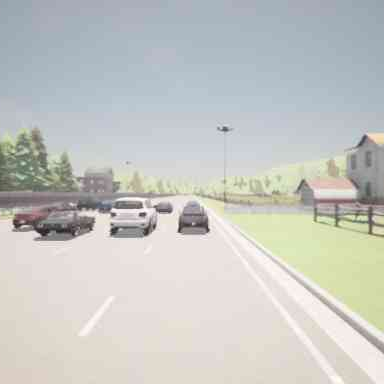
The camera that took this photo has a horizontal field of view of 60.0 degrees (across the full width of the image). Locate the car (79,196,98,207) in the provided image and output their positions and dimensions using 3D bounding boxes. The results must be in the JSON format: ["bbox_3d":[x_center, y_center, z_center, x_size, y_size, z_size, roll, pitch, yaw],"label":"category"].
[{"bbox_3d":[-13.996,1.534,45.905,2.150,2.045,5.566,0,0,0],"label":"car"}]

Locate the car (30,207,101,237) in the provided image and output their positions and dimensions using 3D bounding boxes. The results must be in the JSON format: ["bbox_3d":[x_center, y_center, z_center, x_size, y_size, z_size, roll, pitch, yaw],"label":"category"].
[{"bbox_3d":[-6.898,1.729,18.735,1.895,1.301,4.718,0,0,0],"label":"car"}]

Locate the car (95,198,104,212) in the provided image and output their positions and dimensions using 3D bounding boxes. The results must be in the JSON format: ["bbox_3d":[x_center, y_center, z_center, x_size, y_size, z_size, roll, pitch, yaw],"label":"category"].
[{"bbox_3d":[-10.398,1.765,42.426,1.882,1.535,5.008,0,0,0],"label":"car"}]

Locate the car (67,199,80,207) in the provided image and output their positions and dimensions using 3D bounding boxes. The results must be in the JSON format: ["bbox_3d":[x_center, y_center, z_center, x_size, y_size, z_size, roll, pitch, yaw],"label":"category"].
[{"bbox_3d":[-13.998,1.768,35.674,1.812,1.442,4.674,0,0,0],"label":"car"}]

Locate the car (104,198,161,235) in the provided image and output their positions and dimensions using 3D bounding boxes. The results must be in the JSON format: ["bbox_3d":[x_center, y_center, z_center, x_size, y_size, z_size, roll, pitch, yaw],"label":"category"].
[{"bbox_3d":[-3.399,1.360,20.087,2.150,2.045,5.566,0,0,0],"label":"car"}]

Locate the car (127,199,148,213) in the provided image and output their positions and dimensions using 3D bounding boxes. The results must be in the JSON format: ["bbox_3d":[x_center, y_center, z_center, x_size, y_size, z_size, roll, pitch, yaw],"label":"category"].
[{"bbox_3d":[-6.898,1.765,42.425,1.882,1.535,5.008,0,0,0],"label":"car"}]

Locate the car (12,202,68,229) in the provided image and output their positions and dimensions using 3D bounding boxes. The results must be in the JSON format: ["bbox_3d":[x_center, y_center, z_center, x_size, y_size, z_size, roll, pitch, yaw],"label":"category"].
[{"bbox_3d":[-10.398,1.680,22.703,1.812,1.442,4.674,0,0,0],"label":"car"}]

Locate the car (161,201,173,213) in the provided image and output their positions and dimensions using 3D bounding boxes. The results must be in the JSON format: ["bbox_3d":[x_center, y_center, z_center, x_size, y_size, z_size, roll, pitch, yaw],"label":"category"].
[{"bbox_3d":[-3.397,1.847,41.637,1.994,1.385,4.181,0,0,0],"label":"car"}]

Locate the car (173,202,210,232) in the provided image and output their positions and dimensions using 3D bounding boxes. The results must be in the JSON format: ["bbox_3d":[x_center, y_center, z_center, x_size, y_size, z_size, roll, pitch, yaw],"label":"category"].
[{"bbox_3d":[0.101,1.637,21.329,2.128,1.511,4.902,0,0,0],"label":"car"}]
